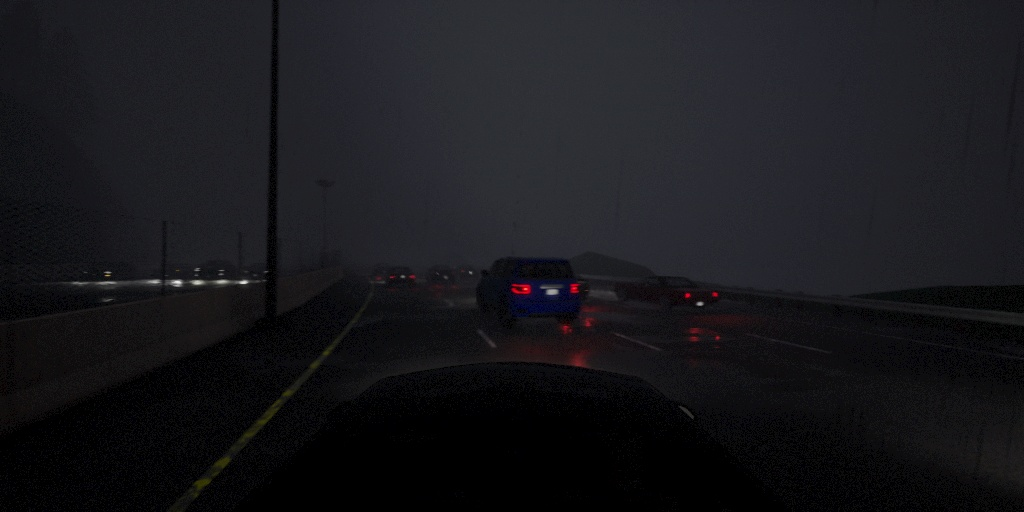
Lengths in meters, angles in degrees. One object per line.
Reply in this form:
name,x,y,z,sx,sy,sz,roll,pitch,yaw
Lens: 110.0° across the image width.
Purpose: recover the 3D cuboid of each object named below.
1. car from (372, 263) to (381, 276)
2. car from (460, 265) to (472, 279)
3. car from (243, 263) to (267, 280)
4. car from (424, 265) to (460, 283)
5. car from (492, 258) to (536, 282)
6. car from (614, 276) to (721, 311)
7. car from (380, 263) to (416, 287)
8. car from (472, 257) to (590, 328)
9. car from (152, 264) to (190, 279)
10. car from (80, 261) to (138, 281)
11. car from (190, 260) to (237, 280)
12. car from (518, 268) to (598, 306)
car,-14.615,1.474,40.433,1.812,1.442,4.674,1,0,-26
car,-4.722,1.562,35.790,1.994,1.385,4.181,1,0,-24
car,-22.432,1.333,32.086,1.812,1.442,4.674,1,-1,-25
car,-5.995,1.462,29.869,1.812,1.442,4.674,1,-1,-22
car,0.057,1.244,33.604,2.150,2.045,5.566,1,0,-23
car,6.504,1.529,15.771,1.895,1.301,4.718,1,0,-17
car,-8.142,1.431,25.954,2.033,1.411,5.357,1,-1,-22
car,0.310,1.063,12.095,2.150,2.045,5.566,1,0,-16
car,-30.355,1.340,32.459,1.895,1.301,4.718,1,-1,-26
car,-32.738,1.196,29.348,1.837,1.490,4.892,1,-1,-26
car,-26.188,1.123,31.839,2.097,1.767,4.553,1,-1,-25
car,2.086,1.400,18.050,2.128,1.511,4.902,1,-1,-18
